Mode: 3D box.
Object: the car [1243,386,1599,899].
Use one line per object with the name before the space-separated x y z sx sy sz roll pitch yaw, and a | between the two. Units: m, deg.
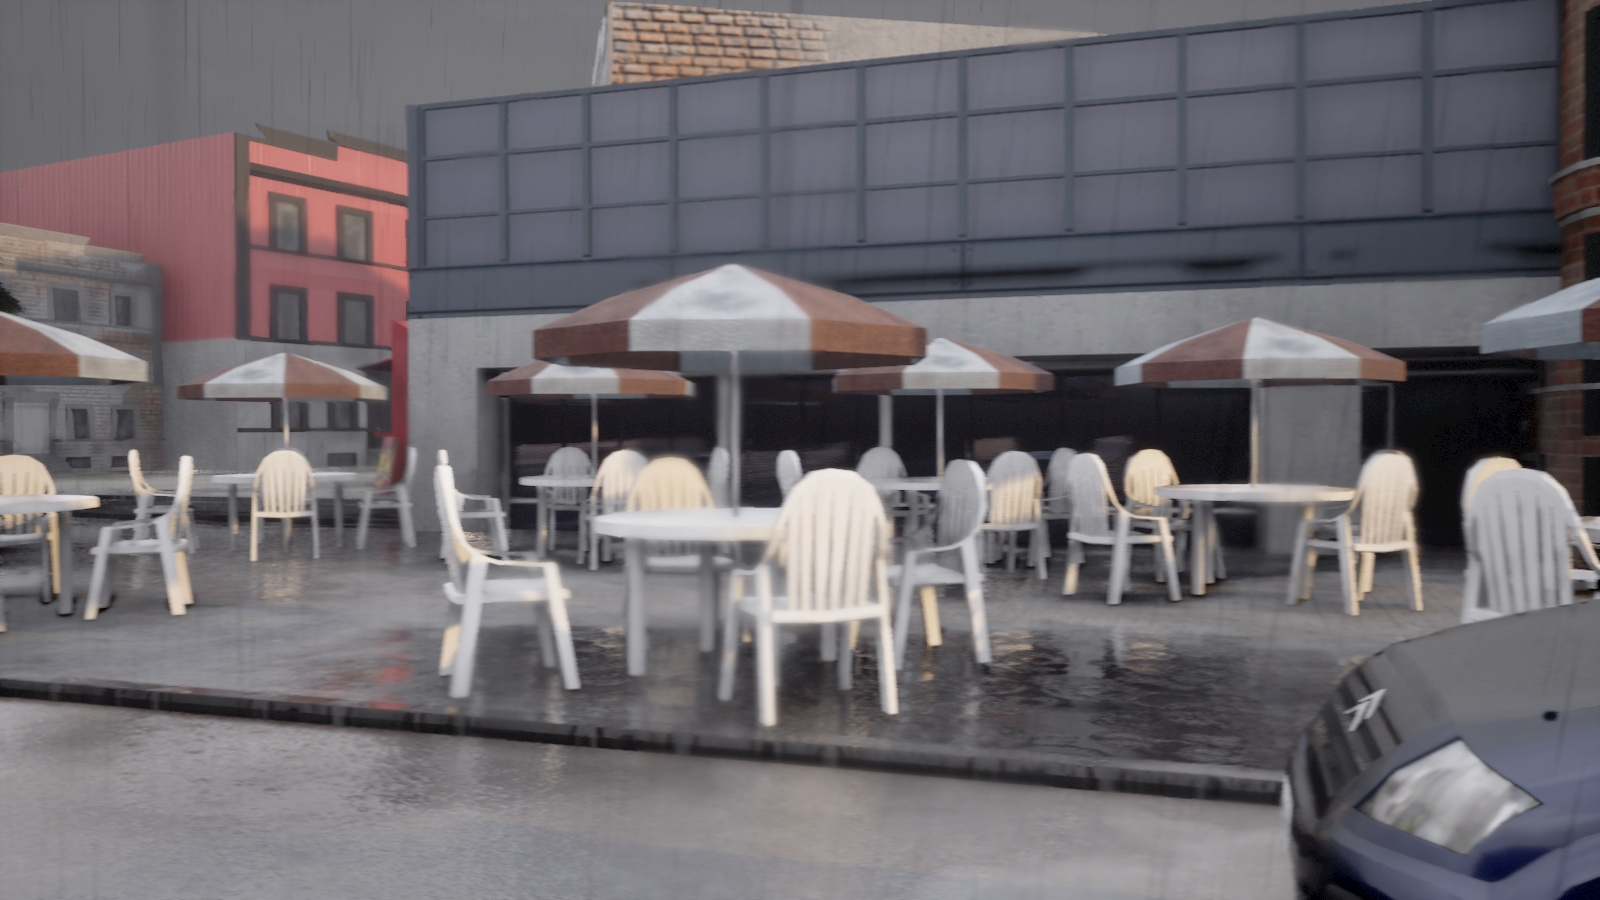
car | 3.082 0.693 2.681 3.988 1.617 1.851 1 1 19
